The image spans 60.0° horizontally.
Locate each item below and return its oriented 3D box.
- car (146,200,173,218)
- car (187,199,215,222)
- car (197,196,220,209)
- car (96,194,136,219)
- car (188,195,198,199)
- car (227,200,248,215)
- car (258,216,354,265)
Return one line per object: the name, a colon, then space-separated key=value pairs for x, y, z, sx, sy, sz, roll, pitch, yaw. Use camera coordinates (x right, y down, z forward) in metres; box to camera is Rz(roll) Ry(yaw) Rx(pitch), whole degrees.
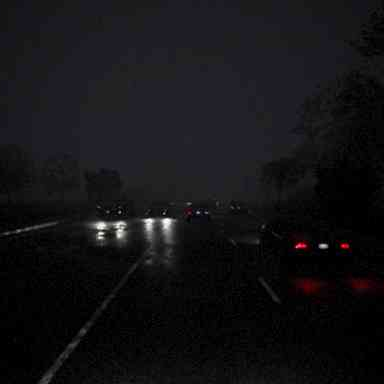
car: x=-2.849 y=1.485 z=30.133 sx=1.837 sy=1.490 sz=4.892 roll=0 pitch=0 yaw=4
car: x=0.586 y=1.531 z=26.322 sx=2.033 sy=1.411 sz=5.357 roll=0 pitch=0 yaw=3
car: x=2.144 y=1.539 z=42.875 sx=1.994 sy=1.385 sz=4.181 roll=0 pitch=0 yaw=7
car: x=-6.456 y=1.200 z=28.925 sx=2.150 sy=2.045 sz=5.566 roll=0 pitch=0 yaw=4
car: x=0.670 y=1.426 z=69.356 sx=1.882 sy=1.535 sz=5.008 roll=0 pitch=0 yaw=18
car: x=4.605 y=1.530 z=33.780 sx=2.033 sy=1.411 sz=5.357 roll=0 pitch=0 yaw=5
car: x=3.657 y=1.541 z=11.678 sx=2.033 sy=1.411 sz=5.357 roll=0 pitch=0 yaw=1
